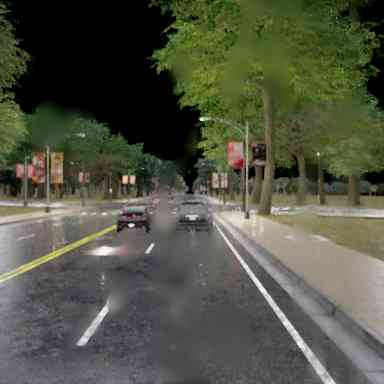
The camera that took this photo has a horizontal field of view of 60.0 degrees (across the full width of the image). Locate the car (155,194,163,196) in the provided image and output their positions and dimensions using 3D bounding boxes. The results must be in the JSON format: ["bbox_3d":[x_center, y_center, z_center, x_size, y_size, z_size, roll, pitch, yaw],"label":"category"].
[{"bbox_3d":[-9.567,1.397,92.660,1.812,1.442,4.674,0,0,0],"label":"car"}]

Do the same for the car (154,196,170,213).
[{"bbox_3d":[-3.564,1.471,35.736,1.812,1.442,4.674,0,0,-5],"label":"car"}]

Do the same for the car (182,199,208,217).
[{"bbox_3d":[0.390,1.442,31.718,2.128,1.511,4.902,0,0,6],"label":"car"}]

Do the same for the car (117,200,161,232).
[{"bbox_3d":[-3.188,1.474,19.873,1.837,1.490,4.892,0,0,0],"label":"car"}]

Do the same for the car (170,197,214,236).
[{"bbox_3d":[0.060,1.324,18.518,2.097,1.767,4.553,0,0,1],"label":"car"}]

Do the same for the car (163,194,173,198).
[{"bbox_3d":[-6.317,1.468,92.620,1.895,1.301,4.718,0,0,0],"label":"car"}]
